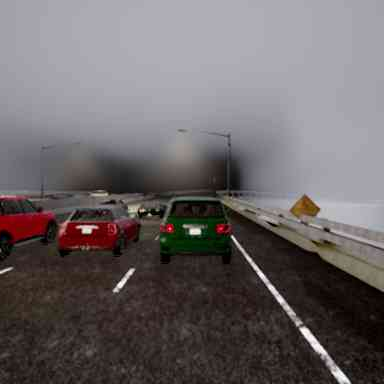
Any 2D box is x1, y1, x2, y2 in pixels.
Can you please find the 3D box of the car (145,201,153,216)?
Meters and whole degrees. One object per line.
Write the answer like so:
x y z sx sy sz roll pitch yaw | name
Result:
-3.137 1.405 27.208 1.895 1.301 4.718 0 0 1 | car

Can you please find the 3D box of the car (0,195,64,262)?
-6.858 1.139 11.842 2.150 2.045 5.566 0 1 1 | car

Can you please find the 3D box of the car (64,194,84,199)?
-20.011 1.113 58.653 2.033 1.411 5.357 0 0 2 | car

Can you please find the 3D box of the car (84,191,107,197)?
-16.524 0.787 58.486 2.150 2.045 5.566 0 0 2 | car

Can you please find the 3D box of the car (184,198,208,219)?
0.379 1.305 27.807 1.837 1.490 4.892 0 1 1 | car

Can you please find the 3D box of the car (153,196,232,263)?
0.141 1.139 11.725 2.150 2.045 5.566 0 1 1 | car

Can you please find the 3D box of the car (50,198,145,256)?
-3.335 1.260 12.824 2.097 1.767 4.553 0 0 1 | car

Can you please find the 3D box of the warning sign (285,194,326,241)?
4.663 1.017 13.724 1.300 1.860 1.060 -1 -1 1 | warning sign

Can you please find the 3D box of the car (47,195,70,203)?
-23.507 1.167 58.738 1.895 1.301 4.718 0 0 2 | car
